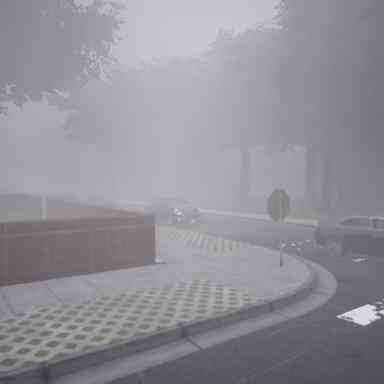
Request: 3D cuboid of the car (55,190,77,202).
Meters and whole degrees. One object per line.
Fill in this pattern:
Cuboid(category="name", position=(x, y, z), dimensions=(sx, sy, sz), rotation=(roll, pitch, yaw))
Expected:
Cuboid(category="car", position=(-15.552, 0.554, 41.340), dimensions=(1.882, 1.535, 5.008), rotation=(-2, 3, -35))

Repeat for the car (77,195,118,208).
Cuboid(category="car", position=(-8.939, 0.968, 31.931), dimensions=(2.033, 1.411, 5.357), rotation=(-2, 2, -35))

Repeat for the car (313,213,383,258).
Cuboid(category="car", position=(6.257, 1.432, 10.434), dimensions=(2.128, 1.511, 4.902), rotation=(-1, 1, -35))

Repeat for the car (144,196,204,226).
Cuboid(category="car", position=(-1.247, 1.063, 21.034), dimensions=(2.097, 1.767, 4.553), rotation=(-2, 2, -35))
